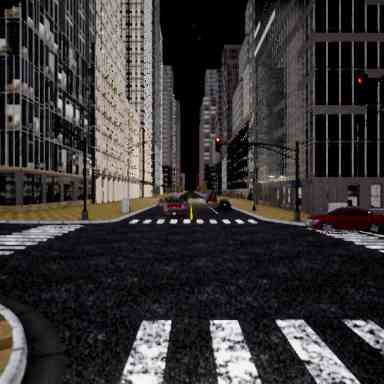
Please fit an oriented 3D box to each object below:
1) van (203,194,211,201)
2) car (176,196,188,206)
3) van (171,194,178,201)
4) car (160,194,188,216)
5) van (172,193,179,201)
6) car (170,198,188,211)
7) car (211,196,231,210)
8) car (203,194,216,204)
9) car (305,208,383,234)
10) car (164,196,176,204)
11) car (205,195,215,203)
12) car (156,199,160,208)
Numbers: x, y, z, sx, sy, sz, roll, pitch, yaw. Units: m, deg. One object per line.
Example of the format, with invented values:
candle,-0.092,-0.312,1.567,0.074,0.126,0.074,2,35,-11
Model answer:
van,3.643,1.276,80.507,1.690,1.788,3.998,0,0,0
car,-1.630,1.500,56.292,1.812,1.442,4.674,0,0,0
van,-4.237,1.277,80.466,1.690,1.788,3.998,0,0,0
car,-1.549,1.352,31.811,2.097,1.767,4.553,0,0,1
van,-4.265,1.267,85.994,1.690,1.788,3.998,0,0,0
car,-1.572,1.537,42.584,2.033,1.411,5.357,0,0,0
car,3.890,1.556,41.815,1.947,1.339,4.313,0,0,0
car,3.728,1.277,63.923,2.192,1.841,5.009,0,0,0
car,9.381,1.706,20.365,4.674,1.442,1.812,1,0,-3
car,-4.152,1.528,63.884,1.947,1.339,4.313,0,0,0
car,3.700,1.394,69.452,1.967,1.590,4.097,0,0,0
car,-4.068,1.566,47.301,1.802,1.307,4.206,0,0,0
